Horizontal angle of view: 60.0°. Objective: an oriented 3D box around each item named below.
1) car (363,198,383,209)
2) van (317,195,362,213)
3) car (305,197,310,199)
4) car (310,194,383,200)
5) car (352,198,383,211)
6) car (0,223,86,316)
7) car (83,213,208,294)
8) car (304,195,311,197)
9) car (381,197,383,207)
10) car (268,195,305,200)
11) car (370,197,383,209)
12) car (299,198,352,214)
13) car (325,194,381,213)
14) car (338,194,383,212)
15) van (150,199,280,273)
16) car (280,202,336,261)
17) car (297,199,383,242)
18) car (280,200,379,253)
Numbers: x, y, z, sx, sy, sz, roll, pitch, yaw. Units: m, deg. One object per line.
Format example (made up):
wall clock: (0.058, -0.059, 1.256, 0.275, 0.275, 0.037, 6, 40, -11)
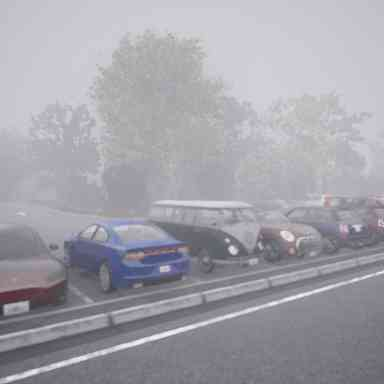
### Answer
car: (26.333, 1.595, 45.394, 2.163, 1.488, 4.792, 0, 0, -36)
van: (17.212, 1.334, 39.047, 1.878, 1.987, 4.442, 0, 0, -36)
car: (10.525, 1.569, 34.084, 2.163, 1.488, 4.792, 0, 0, -36)
car: (9.408, 1.263, 17.202, 2.435, 2.045, 5.566, 0, 0, -36)
car: (24.036, 1.597, 43.822, 2.163, 1.488, 4.792, 0, 0, -36)
car: (-4.270, 1.504, 7.413, 2.163, 1.488, 4.792, 0, 0, -36)
car: (-2.004, 1.481, 9.064, 2.097, 1.535, 5.008, 0, 0, -36)
car: (12.749, 1.295, 35.746, 2.435, 2.045, 5.566, 0, 0, -36)
car: (30.832, 1.545, 48.643, 2.097, 1.535, 5.008, 0, 0, -36)
car: (8.232, 1.408, 32.516, 2.185, 1.767, 4.553, 0, 0, -36)
car: (28.463, 1.552, 47.181, 1.946, 1.575, 5.366, 0, 0, -36)
car: (14.915, 1.550, 37.489, 1.946, 1.575, 5.366, 0, 0, -36)
car: (19.521, 1.315, 40.591, 2.435, 2.045, 5.566, 0, 0, -36)
car: (21.812, 1.316, 42.161, 2.435, 2.045, 5.566, 0, 0, -36)
van: (0.341, 1.262, 10.605, 1.878, 1.987, 4.442, 0, 0, -36)
car: (2.534, 1.369, 12.356, 2.185, 1.767, 4.553, 0, 0, -36)
car: (7.130, 1.382, 15.568, 2.185, 1.767, 4.553, 0, 0, -36)
car: (4.850, 1.375, 13.936, 2.185, 1.767, 4.553, 0, 0, -36)
